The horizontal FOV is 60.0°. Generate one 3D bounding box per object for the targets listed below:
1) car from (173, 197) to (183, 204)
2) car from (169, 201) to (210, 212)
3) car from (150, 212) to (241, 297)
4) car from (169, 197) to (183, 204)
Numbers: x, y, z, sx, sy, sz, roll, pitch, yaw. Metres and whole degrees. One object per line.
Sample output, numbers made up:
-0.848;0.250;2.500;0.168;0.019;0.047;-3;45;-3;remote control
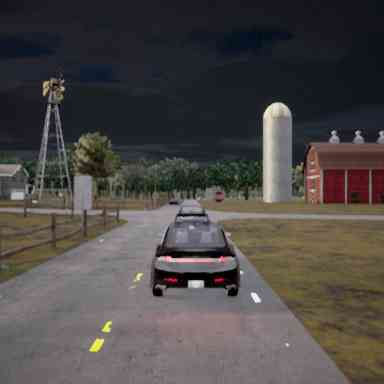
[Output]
-2.976;1.860;72.635;1.994;1.385;4.181;0;-1;0;car
0.006;1.500;18.859;2.128;1.511;4.902;0;0;0;car
0.060;1.488;8.565;2.128;1.511;4.902;0;0;0;car
-3.005;1.782;57.438;1.895;1.301;4.718;0;0;0;car
